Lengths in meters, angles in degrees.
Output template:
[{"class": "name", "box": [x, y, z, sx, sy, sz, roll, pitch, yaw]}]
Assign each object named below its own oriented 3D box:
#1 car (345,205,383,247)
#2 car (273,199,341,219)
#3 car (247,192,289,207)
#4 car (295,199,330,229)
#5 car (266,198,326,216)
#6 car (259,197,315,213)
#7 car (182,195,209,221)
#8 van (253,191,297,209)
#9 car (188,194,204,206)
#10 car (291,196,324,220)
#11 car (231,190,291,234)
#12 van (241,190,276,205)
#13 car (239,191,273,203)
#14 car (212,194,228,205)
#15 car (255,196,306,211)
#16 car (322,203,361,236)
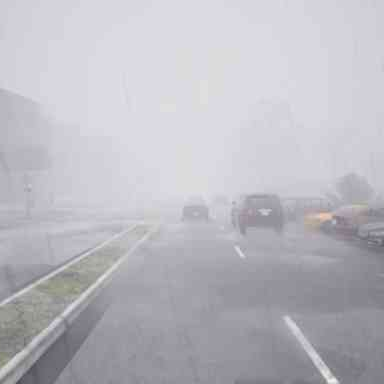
[{"class": "car", "box": [8.905, 1.419, 12.669, 4.892, 1.521, 2.231, 0, 0, 1]}, {"class": "car", "box": [9.027, 1.310, 26.444, 4.674, 1.452, 2.002, 0, 1, 1]}, {"class": "car", "box": [9.130, 0.908, 40.340, 4.553, 1.767, 2.185, 0, 1, 1]}, {"class": "car", "box": [8.766, 1.367, 18.181, 5.366, 1.575, 1.946, 0, 1, 1]}, {"class": "car", "box": [9.058, 1.271, 29.197, 4.674, 1.452, 2.002, 0, 1, 1]}, {"class": "car", "box": [9.052, 1.218, 31.955, 4.792, 1.488, 2.163, 0, 1, 1]}, {"class": "car", "box": [0.277, 1.272, 24.932, 1.882, 1.535, 5.008, 0, 1, 1]}, {"class": "van", "box": [9.251, 0.864, 37.453, 4.442, 1.987, 1.878, 0, 1, 1]}, {"class": "car", "box": [0.494, 1.024, 43.852, 1.994, 1.385, 4.181, 0, 1, 1]}, {"class": "car", "box": [8.973, 1.184, 23.681, 4.553, 1.767, 2.185, 0, 1, 1]}, {"class": "car", "box": [3.518, 1.097, 18.565, 2.150, 2.045, 5.566, 0, 1, 1]}, {"class": "van", "box": [9.096, 0.688, 45.723, 4.442, 1.987, 1.878, 0, 1, 1]}, {"class": "car", "box": [9.269, 0.718, 48.475, 4.553, 1.767, 2.185, 0, 2, 1]}, {"class": "car", "box": [3.761, 0.944, 44.428, 2.128, 1.511, 4.902, 0, 1, 1]}, {"class": "car", "box": [9.137, 1.169, 34.707, 4.792, 1.488, 2.163, 0, 1, 1]}, {"class": "car", "box": [8.954, 1.427, 15.420, 4.792, 1.488, 2.163, 0, 1, 1]}]
